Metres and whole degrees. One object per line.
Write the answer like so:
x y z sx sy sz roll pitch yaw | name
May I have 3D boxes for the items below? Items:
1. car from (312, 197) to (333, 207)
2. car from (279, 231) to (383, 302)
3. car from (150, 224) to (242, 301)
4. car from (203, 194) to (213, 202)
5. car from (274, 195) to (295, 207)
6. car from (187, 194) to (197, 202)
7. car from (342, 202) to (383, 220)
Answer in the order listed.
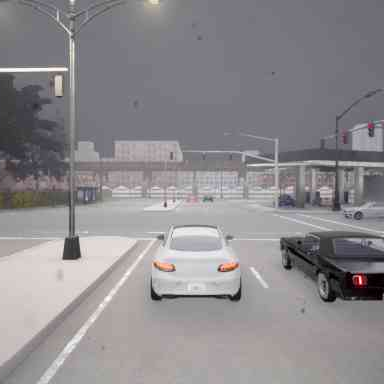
18.955 1.434 48.500 1.970 1.475 3.806 0 0 0 | car
3.587 1.599 8.178 1.895 1.301 4.718 0 0 0 | car
0.082 1.517 8.194 1.812 1.442 4.674 0 0 0 | car
3.499 1.257 72.381 2.097 1.767 4.553 0 0 0 | car
13.210 1.262 47.737 2.242 1.667 4.611 0 0 0 | car
-0.001 1.250 72.381 2.097 1.767 4.553 0 0 0 | car
14.887 1.523 27.554 4.674 1.442 1.812 0 0 -1 | car
